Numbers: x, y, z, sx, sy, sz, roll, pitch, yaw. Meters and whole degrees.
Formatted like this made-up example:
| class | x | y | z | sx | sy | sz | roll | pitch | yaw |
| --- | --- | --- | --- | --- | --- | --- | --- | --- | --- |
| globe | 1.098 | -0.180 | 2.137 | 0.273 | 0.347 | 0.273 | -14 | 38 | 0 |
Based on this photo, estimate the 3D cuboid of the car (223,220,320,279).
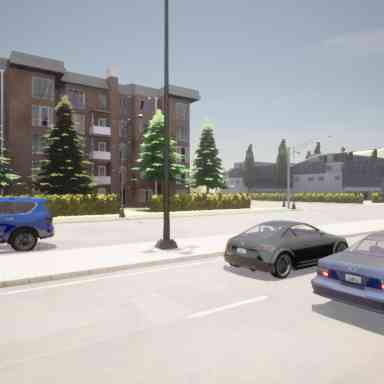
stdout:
| class | x | y | z | sx | sy | sz | roll | pitch | yaw |
| --- | --- | --- | --- | --- | --- | --- | --- | --- | --- |
| car | 2.980 | 1.564 | 10.172 | 4.181 | 1.385 | 1.994 | 0 | 0 | -35 |

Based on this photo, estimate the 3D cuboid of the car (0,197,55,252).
| class | x | y | z | sx | sy | sz | roll | pitch | yaw |
| --- | --- | --- | --- | --- | --- | --- | --- | --- | --- |
| car | -8.092 | 1.223 | 12.352 | 5.566 | 2.045 | 2.150 | 0 | 0 | -36 |

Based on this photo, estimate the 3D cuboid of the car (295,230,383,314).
| class | x | y | z | sx | sy | sz | roll | pitch | yaw |
| --- | --- | --- | --- | --- | --- | --- | --- | --- | --- |
| car | 4.842 | 1.547 | 7.203 | 5.357 | 1.411 | 2.033 | 0 | 0 | -35 |
